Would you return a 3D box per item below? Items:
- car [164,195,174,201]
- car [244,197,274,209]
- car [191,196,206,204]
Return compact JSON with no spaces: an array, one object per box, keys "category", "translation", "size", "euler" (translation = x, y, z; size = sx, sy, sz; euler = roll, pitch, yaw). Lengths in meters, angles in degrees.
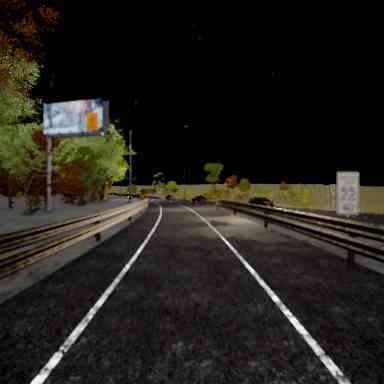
[{"category":"car","translation":[-5.838,1.497,85.576],"size":[1.812,1.442,4.674],"euler":[0,0,-17]},{"category":"car","translation":[8.037,1.368,40.561],"size":[1.882,1.535,5.008],"euler":[0,0,-17]},{"category":"car","translation":[1.254,1.444,62.568],"size":[1.837,1.490,4.892],"euler":[0,0,-17]}]
